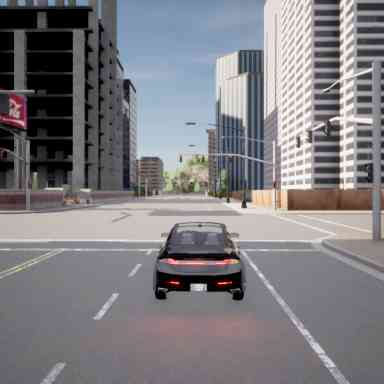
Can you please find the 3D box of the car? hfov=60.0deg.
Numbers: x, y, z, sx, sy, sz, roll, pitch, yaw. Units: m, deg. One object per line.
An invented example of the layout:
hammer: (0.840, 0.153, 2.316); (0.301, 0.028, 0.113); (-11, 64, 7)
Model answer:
car: (0.199, 1.492, 8.365); (2.128, 1.511, 4.902); (0, 0, 2)
